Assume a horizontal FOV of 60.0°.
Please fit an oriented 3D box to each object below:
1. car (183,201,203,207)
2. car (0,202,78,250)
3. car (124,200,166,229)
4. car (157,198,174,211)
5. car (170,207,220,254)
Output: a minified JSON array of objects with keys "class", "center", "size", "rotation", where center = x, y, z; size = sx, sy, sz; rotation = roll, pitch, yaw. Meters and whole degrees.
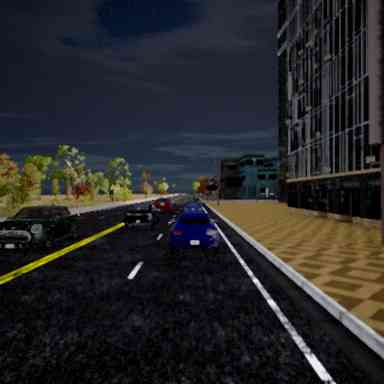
[{"class":"car","center":[0.091,1.595,32.305],"size":[2.033,1.411,5.357],"rotation":[0,0,0]},{"class":"car","center":[-6.604,1.374,14.323],"size":[2.097,1.767,4.553],"rotation":[0,0,0]},{"class":"car","center":[-3.155,1.524,21.846],"size":[2.128,1.511,4.902],"rotation":[0,0,0]},{"class":"car","center":[-3.163,1.407,37.567],"size":[2.097,1.767,4.553],"rotation":[0,0,0]},{"class":"car","center":[0.094,1.546,13.560],"size":[1.812,1.442,4.674],"rotation":[0,0,0]}]
